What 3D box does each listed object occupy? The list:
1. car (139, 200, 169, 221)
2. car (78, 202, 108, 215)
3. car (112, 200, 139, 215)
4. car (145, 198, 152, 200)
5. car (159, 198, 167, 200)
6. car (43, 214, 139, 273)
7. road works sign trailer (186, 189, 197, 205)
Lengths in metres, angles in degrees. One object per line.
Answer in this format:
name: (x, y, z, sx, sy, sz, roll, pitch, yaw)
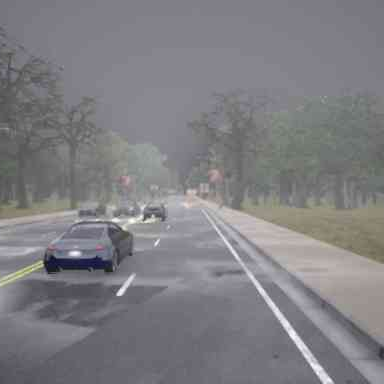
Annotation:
car: (-3.159, 1.724, 29.423, 1.837, 1.490, 4.892, 0, 0, 0)
car: (-9.853, 1.726, 33.268, 1.882, 1.535, 5.008, 0, 0, 0)
car: (-6.602, 1.604, 33.777, 2.097, 1.767, 4.553, 0, 0, 0)
car: (-9.805, 2.096, 74.850, 1.837, 1.490, 4.892, 0, -1, 0)
car: (-6.556, 2.121, 74.860, 2.128, 1.511, 4.902, 0, -1, 0)
car: (-3.153, 1.643, 10.956, 1.994, 1.385, 4.181, 0, 0, 0)
road works sign trailer: (-0.054, 1.133, 74.931, 2.380, 3.560, 2.880, 0, -1, 0)
